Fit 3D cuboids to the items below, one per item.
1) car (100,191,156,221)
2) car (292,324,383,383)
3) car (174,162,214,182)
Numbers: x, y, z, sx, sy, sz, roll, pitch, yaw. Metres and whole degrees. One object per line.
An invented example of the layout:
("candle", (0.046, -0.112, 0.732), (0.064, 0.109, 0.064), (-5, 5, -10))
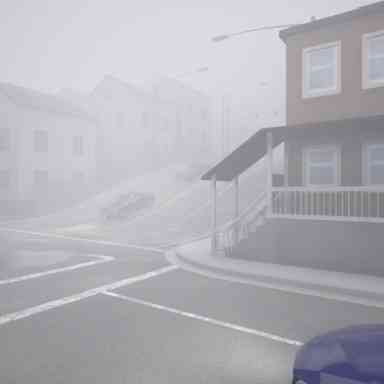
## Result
("car", (-4.813, 0.900, 25.072), (2.128, 1.511, 4.902), (0, 15, 35))
("car", (2.931, 1.526, 1.873), (4.674, 1.442, 1.812), (0, 0, 36))
("car", (0.175, -2.044, 32.367), (1.895, 1.301, 4.718), (0, 18, 35))
